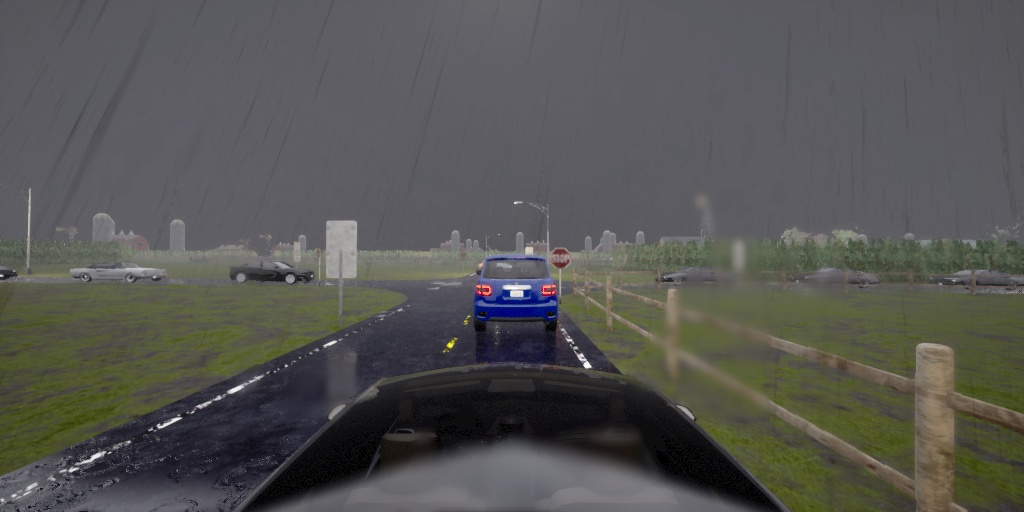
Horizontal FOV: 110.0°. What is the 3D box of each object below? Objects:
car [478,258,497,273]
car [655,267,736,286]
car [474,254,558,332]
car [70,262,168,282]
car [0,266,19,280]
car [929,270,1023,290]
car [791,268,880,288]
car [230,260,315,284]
[{"bbox_3d":[-2.914,1.087,43.683,2.097,1.767,4.553,0,0,0],"label":"car"},{"bbox_3d":[13.577,1.489,26.655,5.357,1.411,2.033,1,-1,-1],"label":"car"},{"bbox_3d":[0.060,0.973,11.048,2.150,2.045,5.566,0,0,-1],"label":"car"},{"bbox_3d":[-25.919,1.063,23.796,4.718,1.301,1.895,1,-1,0],"label":"car"},{"bbox_3d":[-36.513,0.902,23.818,5.357,1.411,2.033,1,-1,0],"label":"car"},{"bbox_3d":[34.563,1.740,26.631,5.357,1.411,2.033,1,-1,0],"label":"car"},{"bbox_3d":[23.987,1.612,26.656,5.357,1.411,2.033,1,-1,0],"label":"car"},{"bbox_3d":[-15.788,1.047,23.803,5.008,1.535,1.882,1,-1,-1],"label":"car"}]
